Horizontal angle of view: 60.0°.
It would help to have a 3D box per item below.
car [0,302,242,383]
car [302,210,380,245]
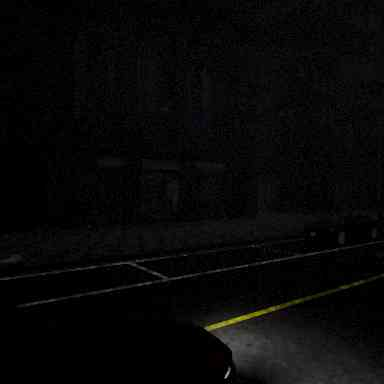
[{"bbox_3d":[-1.705,1.525,2.218,4.674,1.442,1.812,0,0,-35],"label":"car"},{"bbox_3d":[6.996,1.546,15.505,4.507,1.381,1.887,0,0,-35],"label":"car"}]
